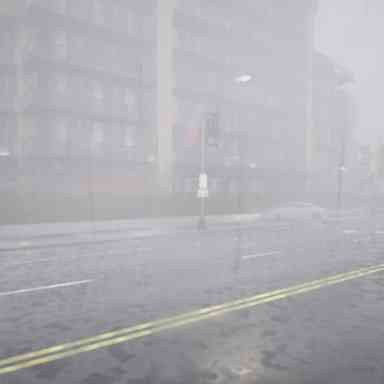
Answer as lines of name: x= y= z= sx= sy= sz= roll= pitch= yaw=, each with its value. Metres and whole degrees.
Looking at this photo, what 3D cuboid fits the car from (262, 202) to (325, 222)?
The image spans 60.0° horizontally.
car: x=7.610 y=1.484 z=24.977 sx=4.674 sy=1.442 sz=1.812 roll=1 pitch=-1 yaw=-12
